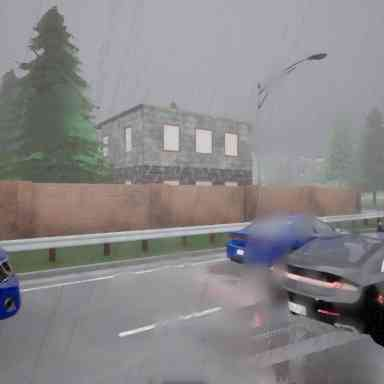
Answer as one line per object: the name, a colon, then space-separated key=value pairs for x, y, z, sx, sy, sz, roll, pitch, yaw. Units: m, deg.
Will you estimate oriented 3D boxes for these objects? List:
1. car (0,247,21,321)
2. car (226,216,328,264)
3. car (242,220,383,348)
car: x=-5.327 y=1.222 z=4.241 sx=5.566 sy=2.045 sz=2.150 roll=0 pitch=0 yaw=-35
car: x=3.324 y=1.478 z=10.436 sx=5.008 sy=1.535 sz=1.882 roll=0 pitch=0 yaw=-36
car: x=3.520 y=1.492 z=6.278 sx=4.902 sy=1.511 sz=2.128 roll=0 pitch=0 yaw=-35
